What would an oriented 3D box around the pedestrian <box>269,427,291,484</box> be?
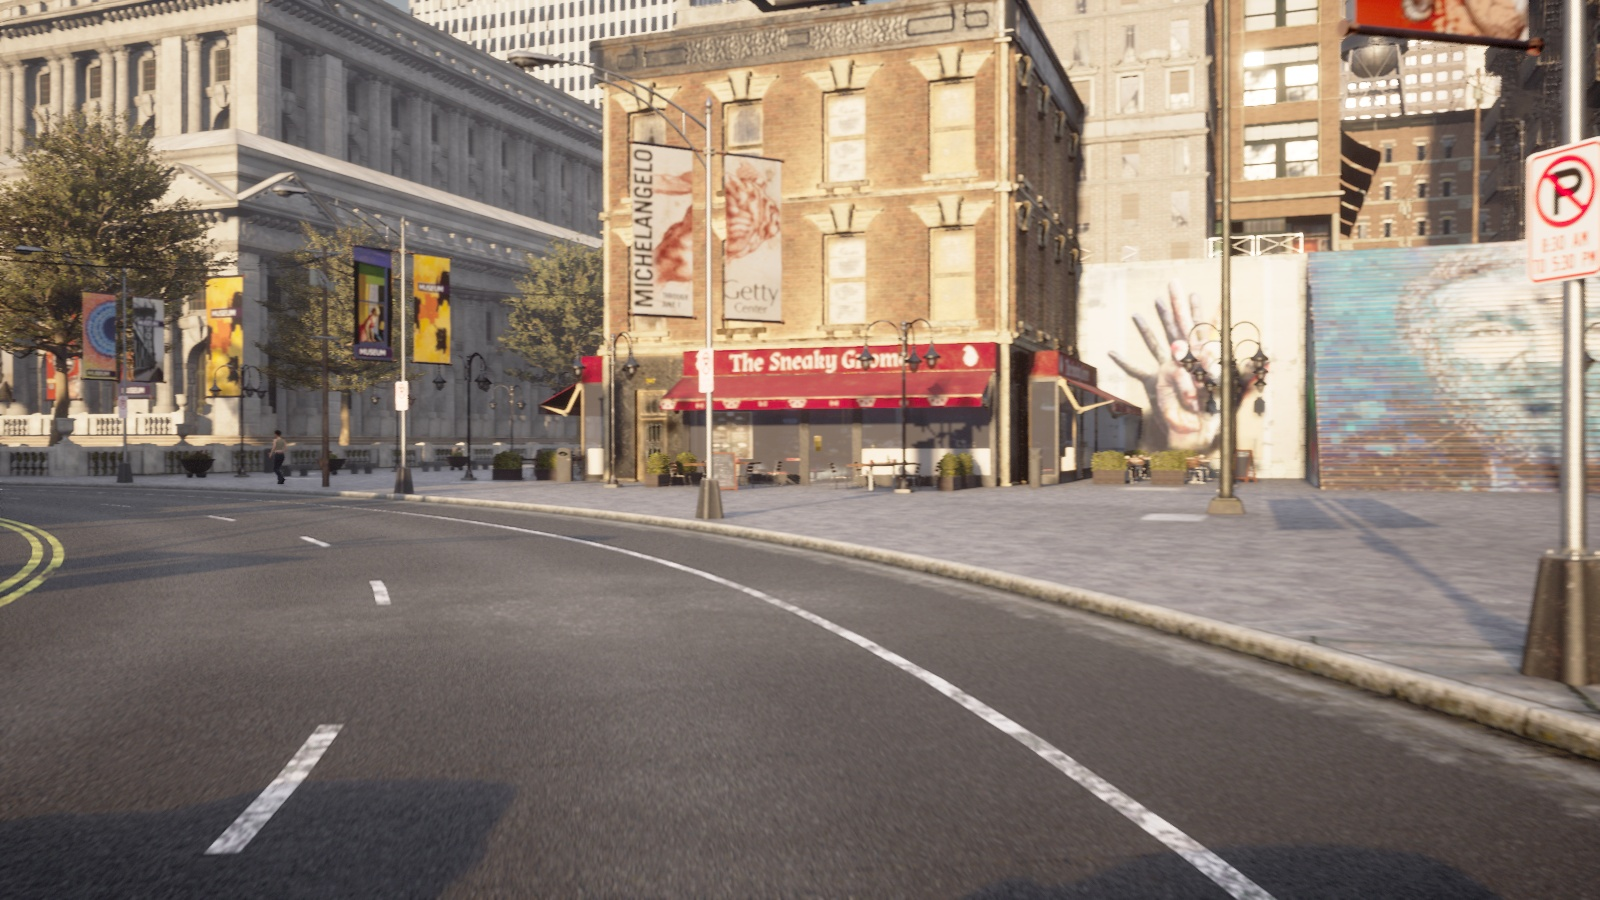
[{"bbox_3d":[-17.084,0.175,41.247,0.594,1.836,0.345,0,0,28],"label":"pedestrian"}]
